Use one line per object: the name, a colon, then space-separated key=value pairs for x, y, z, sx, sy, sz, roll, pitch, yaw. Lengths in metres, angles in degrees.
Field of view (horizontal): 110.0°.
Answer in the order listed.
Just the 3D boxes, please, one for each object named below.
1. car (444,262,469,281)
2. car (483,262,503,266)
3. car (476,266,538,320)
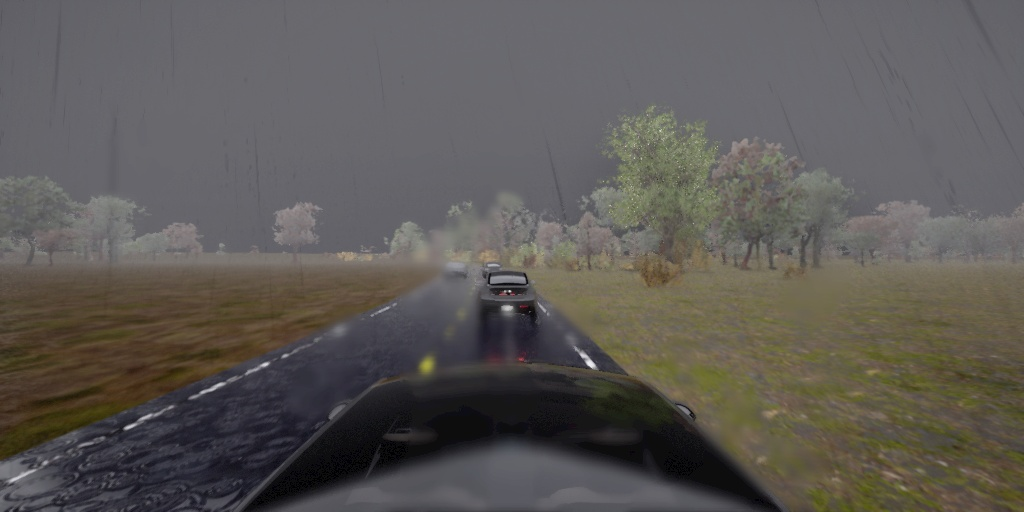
car: x=-4.685 y=1.234 z=30.496 sx=1.882 sy=1.535 sz=5.008 roll=0 pitch=0 yaw=-6
car: x=-1.773 y=1.277 z=33.289 sx=1.812 sy=1.442 sz=4.674 roll=0 pitch=0 yaw=-6
car: x=-0.187 y=1.256 z=12.556 sx=1.837 sy=1.490 sz=4.892 roll=0 pitch=0 yaw=-2
